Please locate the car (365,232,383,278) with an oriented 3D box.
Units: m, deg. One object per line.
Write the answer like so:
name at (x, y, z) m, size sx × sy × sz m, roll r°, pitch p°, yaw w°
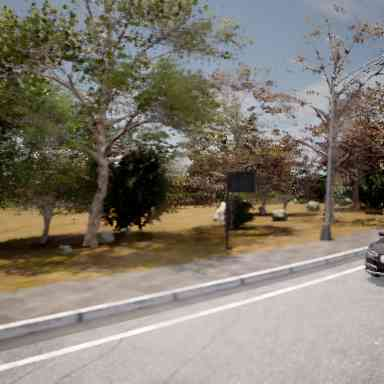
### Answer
car at (6.609, 1.535, 9.278) m, size 4.902 × 1.511 × 2.128 m, roll 0°, pitch 0°, yaw -40°
